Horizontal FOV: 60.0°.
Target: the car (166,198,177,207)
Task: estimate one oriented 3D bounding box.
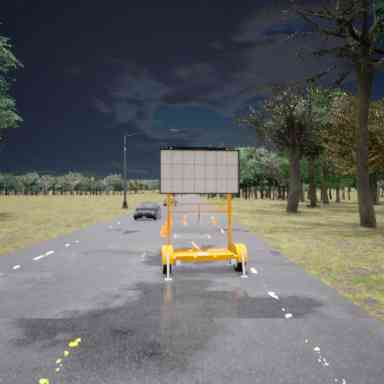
[{"bbox_3d":[-3.470,1.620,53.450,1.994,1.385,4.181,0,0,0],"label":"car"}]

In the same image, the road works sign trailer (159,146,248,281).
[{"bbox_3d":[0.201,0.463,9.990,2.380,3.560,2.880,0,0,-8],"label":"road works sign trailer"}]

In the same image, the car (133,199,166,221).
[{"bbox_3d":[-3.585,1.557,27.605,2.033,1.411,5.357,0,0,0],"label":"car"}]
